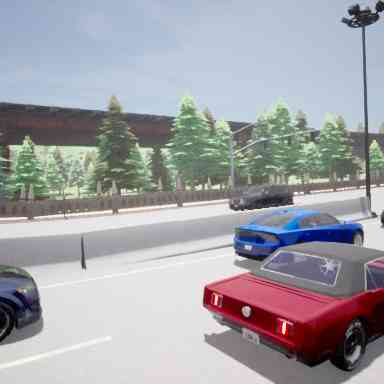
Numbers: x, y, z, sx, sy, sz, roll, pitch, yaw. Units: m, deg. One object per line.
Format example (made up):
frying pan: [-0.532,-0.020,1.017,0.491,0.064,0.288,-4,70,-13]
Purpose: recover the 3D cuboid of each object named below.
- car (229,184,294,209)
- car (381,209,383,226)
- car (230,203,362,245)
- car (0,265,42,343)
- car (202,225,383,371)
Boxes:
car: [5.336,0.487,25.096,5.566,2.045,2.150,-4,2,-36]
car: [10.833,0.880,15.870,4.181,1.385,1.994,-4,2,-36]
car: [3.553,1.283,10.625,5.008,1.535,1.882,-3,2,-36]
car: [-4.496,1.563,4.842,4.181,1.385,1.994,0,0,-36]
car: [2.566,1.528,5.602,4.718,1.301,1.895,-2,1,-36]
